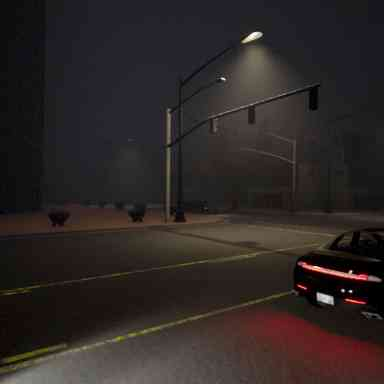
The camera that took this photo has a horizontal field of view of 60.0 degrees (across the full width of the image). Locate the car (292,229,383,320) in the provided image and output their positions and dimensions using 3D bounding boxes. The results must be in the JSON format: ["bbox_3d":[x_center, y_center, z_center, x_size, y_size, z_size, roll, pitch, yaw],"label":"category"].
[{"bbox_3d":[4.117,1.503,6.739,4.902,1.511,2.128,0,0,-35],"label":"car"}]

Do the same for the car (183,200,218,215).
[{"bbox_3d":[0.777,1.602,35.384,1.812,1.442,4.674,1,0,-35],"label":"car"}]
